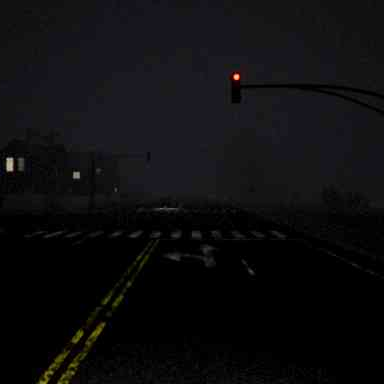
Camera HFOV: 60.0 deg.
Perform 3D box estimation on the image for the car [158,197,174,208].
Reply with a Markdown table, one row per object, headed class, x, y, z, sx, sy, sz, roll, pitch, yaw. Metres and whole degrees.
| class | x | y | z | sx | sy | sz | roll | pitch | yaw |
| --- | --- | --- | --- | --- | --- | --- | --- | --- | --- |
| car | -3.260 | 1.306 | 43.376 | 2.033 | 1.411 | 5.357 | 0 | 1 | 0 |
